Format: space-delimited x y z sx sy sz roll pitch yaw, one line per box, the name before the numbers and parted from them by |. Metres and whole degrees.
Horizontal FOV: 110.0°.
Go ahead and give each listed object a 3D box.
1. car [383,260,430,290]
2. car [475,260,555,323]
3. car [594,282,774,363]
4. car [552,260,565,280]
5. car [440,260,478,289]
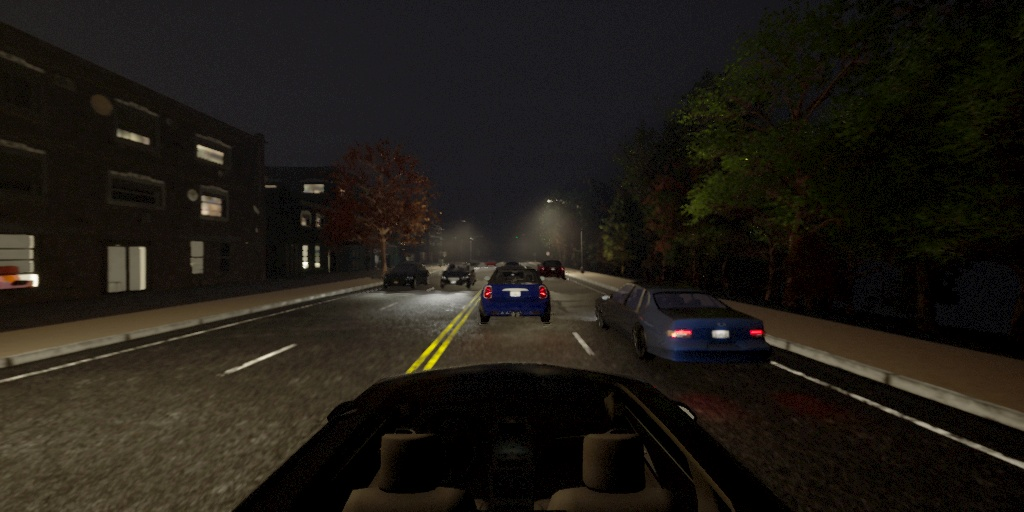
car | -6.618 1.224 22.907 1.882 1.535 5.008 0 0 0
car | 0.095 1.100 12.314 2.097 1.767 4.553 0 0 0
car | 3.346 1.297 8.263 2.033 1.411 5.357 0 0 0
car | 3.281 1.097 31.087 2.097 1.767 4.553 0 0 -1
car | -3.369 1.238 23.065 2.128 1.511 4.902 0 0 0
